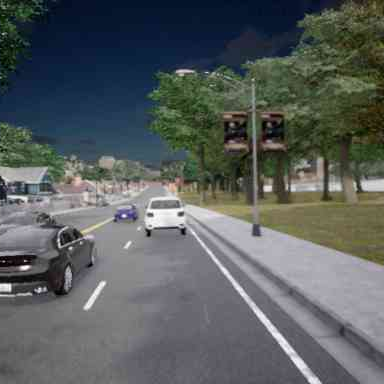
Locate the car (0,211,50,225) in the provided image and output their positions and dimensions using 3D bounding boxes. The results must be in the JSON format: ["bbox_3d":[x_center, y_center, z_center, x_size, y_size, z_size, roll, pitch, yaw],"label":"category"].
[{"bbox_3d":[-7.943,1.720,15.954,1.837,1.490,4.892,-1,0,-5],"label":"car"}]

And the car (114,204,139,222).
[{"bbox_3d":[-5.674,1.771,29.045,1.812,1.442,4.674,-1,0,-5],"label":"car"}]

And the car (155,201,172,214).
[{"bbox_3d":[-3.565,1.841,41.666,2.033,1.411,5.357,-1,-1,-5],"label":"car"}]

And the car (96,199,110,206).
[{"bbox_3d":[-14.691,1.864,55.188,1.837,1.490,4.892,-1,-1,-5],"label":"car"}]

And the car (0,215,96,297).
[{"bbox_3d":[-3.825,1.597,8.778,1.837,1.490,4.892,-1,0,-5],"label":"car"}]

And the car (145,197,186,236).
[{"bbox_3d":[-1.553,1.310,19.456,2.150,2.045,5.566,-1,0,-5],"label":"car"}]
